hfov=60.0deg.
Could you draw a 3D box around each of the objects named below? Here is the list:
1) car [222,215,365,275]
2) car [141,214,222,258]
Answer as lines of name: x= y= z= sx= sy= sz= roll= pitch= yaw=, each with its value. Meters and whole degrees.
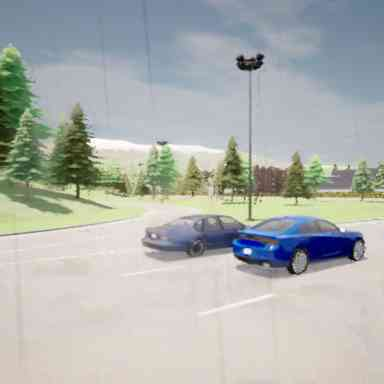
car: x=3.541 y=1.484 z=10.566 sx=5.008 sy=1.535 sz=1.882 roll=0 pitch=0 yaw=-35
car: x=0.742 y=1.557 z=12.870 sx=5.357 sy=1.411 sz=2.033 roll=0 pitch=0 yaw=-35
